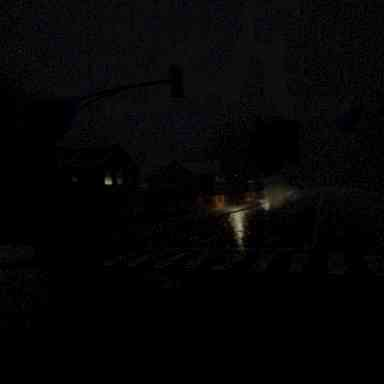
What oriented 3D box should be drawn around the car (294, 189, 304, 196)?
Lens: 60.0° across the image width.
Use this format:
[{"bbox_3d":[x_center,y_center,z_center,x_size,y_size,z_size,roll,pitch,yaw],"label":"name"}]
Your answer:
[{"bbox_3d":[24.972,0.060,77.712,2.128,1.511,4.902,-3,0,22],"label":"car"}]
